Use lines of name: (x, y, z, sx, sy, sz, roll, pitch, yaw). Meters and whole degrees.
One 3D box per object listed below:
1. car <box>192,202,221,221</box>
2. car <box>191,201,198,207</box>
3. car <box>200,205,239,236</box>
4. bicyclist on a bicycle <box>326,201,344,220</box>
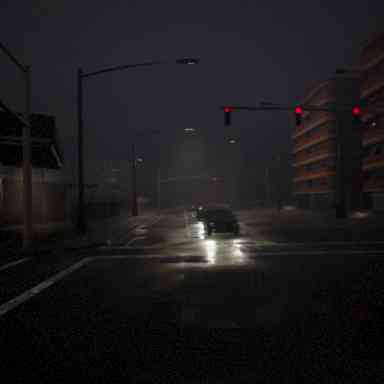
car: (1.460, 2.130, 34.855, 2.128, 1.511, 4.902, -1, -1, -2)
car: (0.976, 2.394, 55.844, 2.097, 1.767, 4.553, -1, -1, -1)
car: (1.816, 1.858, 21.546, 1.882, 1.535, 5.008, -1, -1, -2)
bicyclist on a bicycle: (12.592, 1.624, 29.322, 1.656, 1.620, 0.582, -1, -1, -2)
